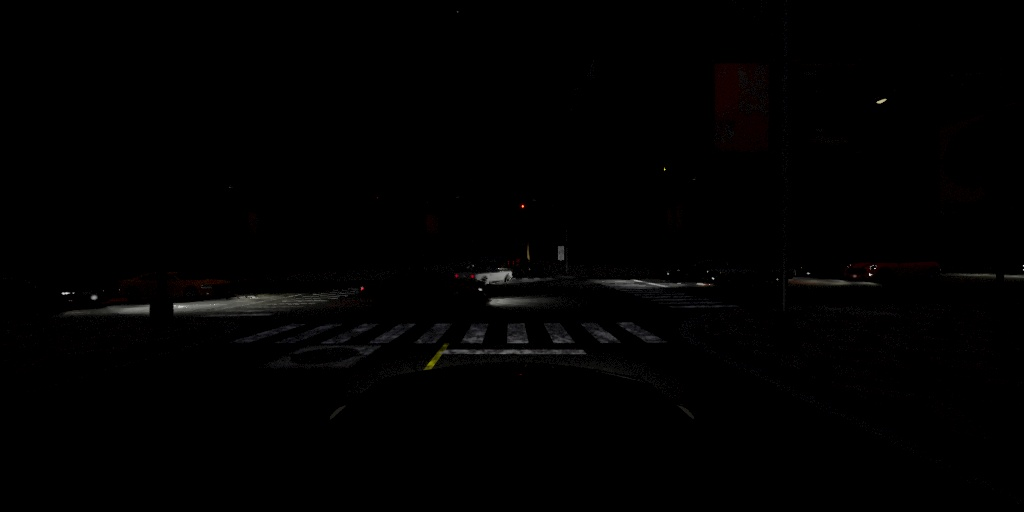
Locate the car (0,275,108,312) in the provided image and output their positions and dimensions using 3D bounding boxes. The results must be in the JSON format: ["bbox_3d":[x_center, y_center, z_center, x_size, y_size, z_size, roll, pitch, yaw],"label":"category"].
[{"bbox_3d":[-20.831,1.605,15.761,4.902,1.511,2.128,-1,0,0],"label":"car"}]

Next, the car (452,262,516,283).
[{"bbox_3d":[-1.896,1.353,25.308,1.895,1.301,4.718,0,0,32],"label":"car"}]

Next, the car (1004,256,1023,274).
[{"bbox_3d":[38.316,0.525,25.817,5.008,1.535,1.882,-1,0,0],"label":"car"}]

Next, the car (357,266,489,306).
[{"bbox_3d":[-3.867,1.350,15.793,5.357,1.411,2.033,-1,0,0],"label":"car"}]

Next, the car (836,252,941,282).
[{"bbox_3d":[23.792,0.652,22.554,4.553,1.767,2.097,-1,0,0],"label":"car"}]

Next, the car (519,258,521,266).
[{"bbox_3d":[2.626,1.311,57.579,2.007,1.370,4.403,0,0,0],"label":"car"}]

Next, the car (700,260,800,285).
[{"bbox_3d":[14.831,1.059,22.537,4.718,1.301,1.895,-1,0,0],"label":"car"}]

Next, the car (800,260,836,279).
[{"bbox_3d":[23.533,0.900,25.804,4.718,1.301,1.895,-1,0,0],"label":"car"}]

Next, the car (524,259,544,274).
[{"bbox_3d":[2.713,1.305,41.246,2.007,1.370,4.403,0,0,0],"label":"car"}]

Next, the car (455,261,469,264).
[{"bbox_3d":[-5.812,1.305,41.204,2.007,1.370,4.403,0,0,0],"label":"car"}]

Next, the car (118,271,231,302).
[{"bbox_3d":[-17.761,1.529,19.019,5.008,1.535,1.882,-1,0,1],"label":"car"}]

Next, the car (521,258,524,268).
[{"bbox_3d":[2.655,1.303,52.135,1.888,1.381,4.507,0,0,0],"label":"car"}]

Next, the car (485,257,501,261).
[{"bbox_3d":[-3.233,1.288,60.873,1.812,1.442,4.674,0,0,0],"label":"car"}]

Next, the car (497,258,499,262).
[{"bbox_3d":[-3.191,1.305,49.521,2.033,1.411,5.357,0,0,0],"label":"car"}]

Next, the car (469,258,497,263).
[{"bbox_3d":[-3.135,1.246,39.173,2.128,1.511,4.902,0,0,0],"label":"car"}]

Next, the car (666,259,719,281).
[{"bbox_3d":[13.688,0.964,25.794,4.902,1.511,2.128,-1,0,0],"label":"car"}]
